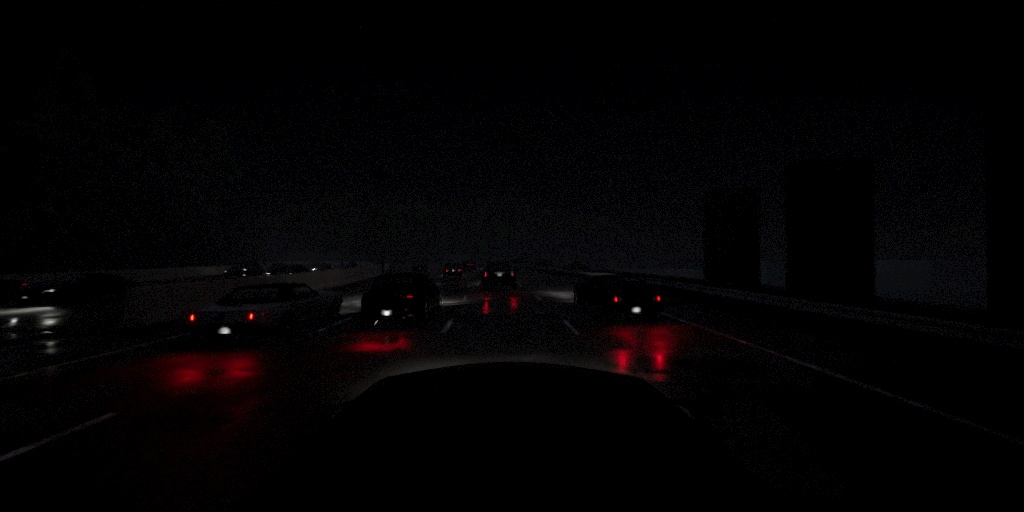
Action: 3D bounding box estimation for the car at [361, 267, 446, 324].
[{"bbox_3d":[-3.613,1.315,12.342,1.837,1.490,4.892,0,0,-3],"label":"car"}]

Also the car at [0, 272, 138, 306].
[{"bbox_3d":[-21.843,1.574,18.245,1.812,1.442,4.674,-1,0,-5],"label":"car"}]

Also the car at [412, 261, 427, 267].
[{"bbox_3d":[-12.464,1.447,48.393,1.882,1.535,5.008,0,0,-15],"label":"car"}]

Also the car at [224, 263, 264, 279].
[{"bbox_3d":[-28.392,1.509,38.171,2.097,1.767,4.553,-1,0,-12],"label":"car"}]

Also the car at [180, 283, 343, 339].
[{"bbox_3d":[-6.781,1.448,10.536,1.895,1.301,4.718,-1,0,-3],"label":"car"}]

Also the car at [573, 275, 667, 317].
[{"bbox_3d":[3.590,1.320,12.956,1.895,1.301,4.718,-1,0,-4],"label":"car"}]

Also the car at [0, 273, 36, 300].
[{"bbox_3d":[-28.854,1.685,18.389,2.033,1.411,5.357,-1,0,-5],"label":"car"}]

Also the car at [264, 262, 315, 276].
[{"bbox_3d":[-20.244,1.551,32.873,1.837,1.490,4.892,-1,0,-10],"label":"car"}]

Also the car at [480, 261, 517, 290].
[{"bbox_3d":[-0.981,1.143,23.336,2.097,1.767,4.553,-1,0,-7],"label":"car"}]

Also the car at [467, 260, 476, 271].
[{"bbox_3d":[-6.633,1.408,53.638,1.837,1.490,4.892,1,0,-16],"label":"car"}]

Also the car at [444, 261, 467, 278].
[{"bbox_3d":[-6.045,1.420,36.229,2.033,1.411,5.357,-1,0,-12],"label":"car"}]
